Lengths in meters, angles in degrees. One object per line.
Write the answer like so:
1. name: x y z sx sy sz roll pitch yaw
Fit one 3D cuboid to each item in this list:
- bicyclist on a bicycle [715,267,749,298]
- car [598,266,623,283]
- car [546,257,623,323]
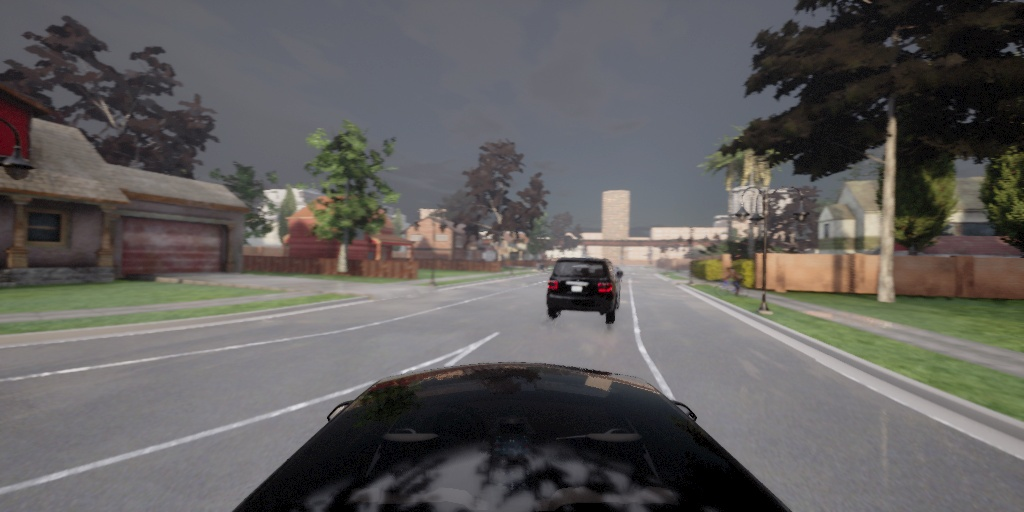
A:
1. bicyclist on a bicycle: 11.897 1.429 19.408 1.656 1.620 0.582 1 0 18
2. car: 9.547 1.684 34.408 2.033 1.411 5.357 1 0 18
3. car: 2.758 1.092 13.124 2.150 2.045 5.566 1 0 18
